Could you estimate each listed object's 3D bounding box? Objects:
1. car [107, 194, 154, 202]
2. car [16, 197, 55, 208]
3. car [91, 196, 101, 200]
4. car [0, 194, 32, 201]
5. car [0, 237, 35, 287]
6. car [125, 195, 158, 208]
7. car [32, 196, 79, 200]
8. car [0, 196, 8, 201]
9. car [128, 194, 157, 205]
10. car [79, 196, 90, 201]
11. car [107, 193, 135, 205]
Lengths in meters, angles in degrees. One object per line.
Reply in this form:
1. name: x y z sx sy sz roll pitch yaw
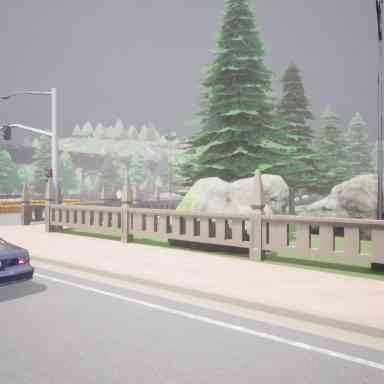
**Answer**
1. car: -7.647 1.219 41.321 2.150 2.045 5.566 0 0 36
2. car: -23.355 1.505 49.795 1.837 1.490 4.892 0 0 36
3. car: -12.979 1.334 52.247 2.097 1.767 4.553 0 1 36
4. car: -24.134 1.221 42.727 2.150 2.045 5.566 0 0 36
5. car: -6.069 1.547 8.293 5.357 1.411 2.033 0 0 36
6. car: -7.209 1.337 47.952 2.097 1.767 4.553 0 0 36
7. car: -18.327 1.477 44.801 1.882 1.535 5.008 0 0 36
8. car: -23.884 1.491 37.092 2.128 1.511 4.902 0 0 36
9. car: -8.601 1.290 58.345 2.128 1.511 4.902 0 2 36
10. car: -18.465 1.352 50.602 2.097 1.767 4.553 0 0 35
11. car: -12.560 1.217 58.840 2.097 1.767 4.553 0 2 36
